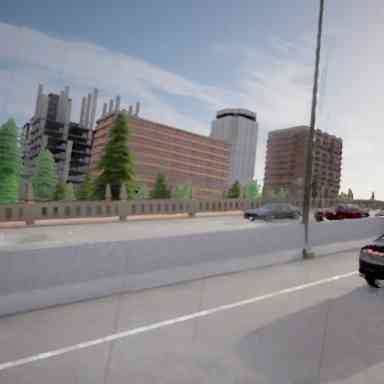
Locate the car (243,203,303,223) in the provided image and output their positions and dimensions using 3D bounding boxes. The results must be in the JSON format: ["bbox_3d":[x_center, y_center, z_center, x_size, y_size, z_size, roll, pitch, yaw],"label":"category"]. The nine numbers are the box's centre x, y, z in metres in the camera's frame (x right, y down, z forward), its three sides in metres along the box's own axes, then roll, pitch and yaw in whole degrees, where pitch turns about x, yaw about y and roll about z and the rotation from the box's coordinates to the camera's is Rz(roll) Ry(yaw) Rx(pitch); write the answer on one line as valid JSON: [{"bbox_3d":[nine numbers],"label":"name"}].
[{"bbox_3d":[6.441,1.542,25.780,5.357,1.411,2.033,0,0,-35],"label":"car"}]

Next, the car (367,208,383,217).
[{"bbox_3d":[14.166,1.557,22.688,4.181,1.385,1.994,0,0,-35],"label":"car"}]

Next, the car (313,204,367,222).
[{"bbox_3d":[11.188,1.594,24.864,4.718,1.301,1.895,0,0,-35],"label":"car"}]

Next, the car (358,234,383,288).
[{"bbox_3d":[5.929,1.489,7.974,4.902,1.511,2.128,0,0,-35],"label":"car"}]
